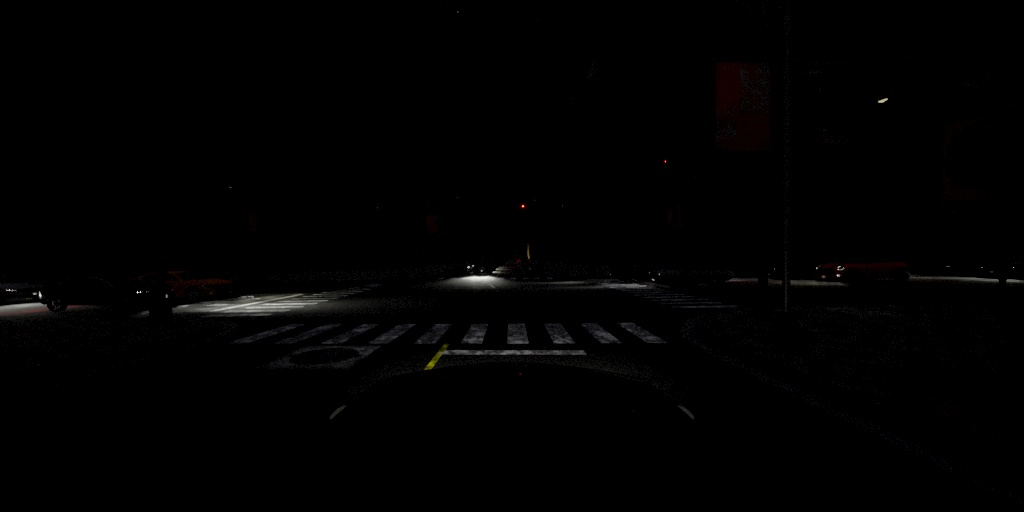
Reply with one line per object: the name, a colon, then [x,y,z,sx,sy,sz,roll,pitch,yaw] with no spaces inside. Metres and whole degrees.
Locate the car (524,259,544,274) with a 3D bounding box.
car: [2.740,1.305,41.206,2.007,1.370,4.403,0,0,0]

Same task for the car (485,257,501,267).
car: [-3.191,1.288,58.933,1.812,1.442,4.674,0,0,0]

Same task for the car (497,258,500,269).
car: [-3.156,1.305,48.995,2.033,1.411,5.357,0,0,0]

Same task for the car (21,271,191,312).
car: [-17.624,1.546,15.751,4.902,1.511,2.128,-1,0,2]

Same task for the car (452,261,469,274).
car: [-5.785,1.305,41.169,2.007,1.370,4.403,0,0,0]

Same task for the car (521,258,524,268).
car: [2.689,1.304,52.094,1.888,1.381,4.507,0,0,0]

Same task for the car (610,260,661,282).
car: [9.653,1.036,26.010,4.902,1.511,2.128,-1,0,4]

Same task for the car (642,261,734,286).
car: [10.957,1.128,22.338,4.718,1.301,1.895,-1,0,-3]

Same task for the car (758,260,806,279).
car: [20.493,0.954,25.745,4.718,1.301,1.895,-1,0,0]

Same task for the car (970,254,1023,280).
car: [32.435,0.677,22.500,4.674,1.442,1.812,-1,0,0]

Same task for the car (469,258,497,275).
car: [-3.110,1.246,39.137,2.128,1.511,4.902,0,0,0]

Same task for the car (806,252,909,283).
car: [21.784,0.687,22.497,4.553,1.767,2.097,-1,0,0]

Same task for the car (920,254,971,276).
car: [32.476,0.623,25.755,5.008,1.535,1.882,-1,0,0]

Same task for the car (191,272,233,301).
car: [-17.646,1.528,18.995,5.008,1.535,1.882,-1,0,2]

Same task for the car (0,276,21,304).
car: [-27.620,1.763,18.979,4.674,1.442,1.812,-1,0,0]

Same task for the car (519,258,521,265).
car: [2.664,1.311,57.539,2.007,1.370,4.403,0,0,0]
